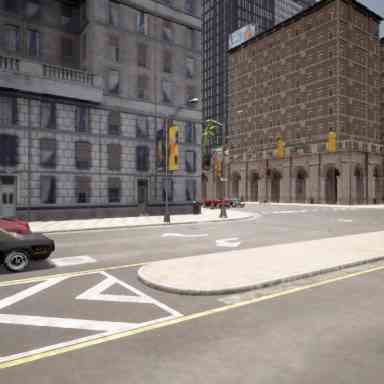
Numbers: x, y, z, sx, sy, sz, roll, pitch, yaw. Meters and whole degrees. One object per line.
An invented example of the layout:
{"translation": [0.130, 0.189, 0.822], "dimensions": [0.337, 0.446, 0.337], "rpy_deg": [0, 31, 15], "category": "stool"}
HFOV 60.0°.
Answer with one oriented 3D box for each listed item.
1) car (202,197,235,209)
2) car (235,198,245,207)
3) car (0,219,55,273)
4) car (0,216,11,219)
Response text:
{"translation": [3.299, 1.478, 46.432], "dimensions": [1.882, 1.535, 5.008], "rpy_deg": [0, 0, -35], "category": "car"}
{"translation": [5.730, 1.491, 49.062], "dimensions": [2.128, 1.511, 4.902], "rpy_deg": [0, 0, -35], "category": "car"}
{"translation": [-6.480, 1.601, 9.221], "dimensions": [4.718, 1.301, 1.895], "rpy_deg": [0, 0, -35], "category": "car"}
{"translation": [-8.424, 1.526, 12.126], "dimensions": [4.674, 1.442, 1.812], "rpy_deg": [0, 0, -35], "category": "car"}
